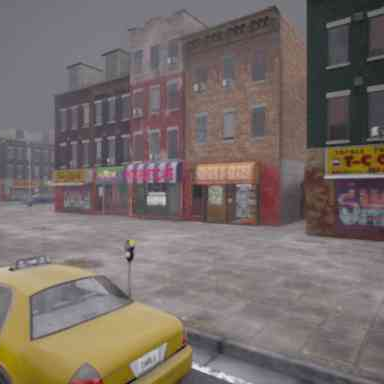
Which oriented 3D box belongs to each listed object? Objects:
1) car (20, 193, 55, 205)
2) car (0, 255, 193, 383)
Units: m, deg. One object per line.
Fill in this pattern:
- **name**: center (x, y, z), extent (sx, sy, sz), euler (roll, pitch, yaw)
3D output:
- **car**: center (-19.798, 0.906, 43.224), extent (1.812, 1.442, 4.674), euler (0, 2, 35)
- **car**: center (-2.280, 1.528, 4.426), extent (4.829, 1.417, 1.752), euler (0, 0, 35)
